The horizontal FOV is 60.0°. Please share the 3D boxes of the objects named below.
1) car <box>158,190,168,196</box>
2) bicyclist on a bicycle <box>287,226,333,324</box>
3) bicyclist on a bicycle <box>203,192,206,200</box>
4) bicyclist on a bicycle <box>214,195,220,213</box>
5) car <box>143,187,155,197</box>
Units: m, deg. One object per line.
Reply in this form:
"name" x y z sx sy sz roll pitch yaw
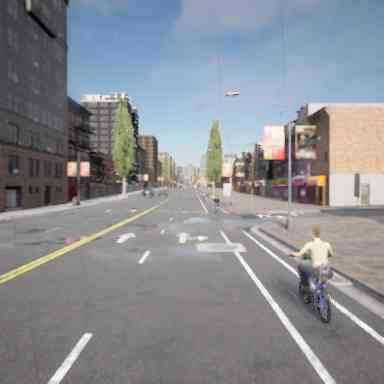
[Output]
"car" -6.491 0.273 75.001 1.994 1.385 4.181 0 1 0
"bicyclist on a bicycle" 2.245 1.428 6.136 0.866 1.612 1.509 0 0 0
"bicyclist on a bicycle" 2.294 0.821 62.775 0.866 1.612 1.509 0 1 -1
"bicyclist on a bicycle" 2.280 1.160 30.881 0.659 1.776 1.843 2 -2 0
"car" -9.741 -0.053 74.964 2.150 2.045 5.566 0 1 0
